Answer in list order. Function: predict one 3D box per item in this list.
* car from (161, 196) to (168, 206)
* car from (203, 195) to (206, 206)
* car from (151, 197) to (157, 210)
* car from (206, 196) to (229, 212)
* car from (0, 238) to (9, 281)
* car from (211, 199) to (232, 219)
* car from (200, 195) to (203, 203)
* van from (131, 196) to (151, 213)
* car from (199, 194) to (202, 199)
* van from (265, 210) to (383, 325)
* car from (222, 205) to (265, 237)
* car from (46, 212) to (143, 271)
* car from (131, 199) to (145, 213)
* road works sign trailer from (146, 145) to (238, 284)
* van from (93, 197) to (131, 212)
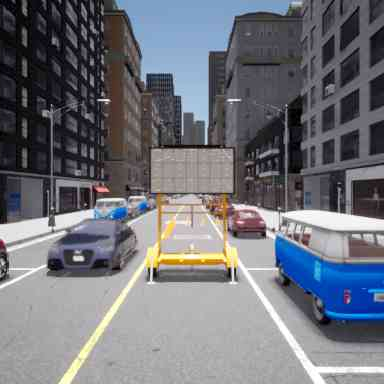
[{"bbox_3d":[-5.645,1.572,56.350,1.947,1.339,4.313,0,0,0],"label":"car"},{"bbox_3d":[2.876,1.442,45.344,1.967,1.590,4.097,0,0,0],"label":"car"},{"bbox_3d":[-5.652,1.567,39.846,1.947,1.339,4.313,0,0,0],"label":"car"},{"bbox_3d":[2.871,1.315,34.341,2.192,1.841,5.009,0,0,0],"label":"car"},{"bbox_3d":[-5.666,1.440,6.838,1.967,1.590,4.097,0,0,0],"label":"car"},{"bbox_3d":[2.869,1.581,28.839,1.802,1.307,4.206,0,0,0],"label":"car"},{"bbox_3d":[2.880,1.557,56.347,2.008,1.369,4.403,0,0,0],"label":"car"},{"bbox_3d":[-5.655,1.341,34.345,1.690,1.788,3.998,0,0,0],"label":"van"},{"bbox_3d":[2.885,1.577,67.349,1.947,1.339,4.313,0,0,0],"label":"car"},{"bbox_3d":[2.859,1.341,6.834,1.690,1.788,3.998,0,0,0],"label":"van"},{"bbox_3d":[2.864,1.581,17.837,1.802,1.307,4.206,0,0,0],"label":"car"},{"bbox_3d":[-2.995,1.563,10.752,1.994,1.385,4.181,0,0,0],"label":"car"},{"bbox_3d":[-5.657,1.550,28.843,2.008,1.369,4.403,0,0,0],"label":"car"},{"bbox_3d":[0.005,0.464,9.514,2.380,3.560,2.880,0,0,0],"label":"road works sign trailer"},{"bbox_3d":[-5.659,1.340,23.343,1.690,1.788,3.998,0,0,0],"label":"van"}]
